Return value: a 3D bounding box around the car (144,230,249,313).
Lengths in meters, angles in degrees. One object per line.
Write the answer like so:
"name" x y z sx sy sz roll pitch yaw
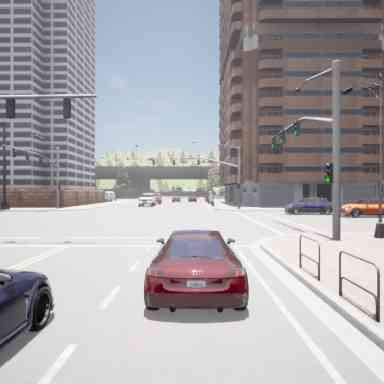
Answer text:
"car" 0.092 1.564 7.775 1.994 1.385 4.181 0 0 0

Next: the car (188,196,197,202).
"car" 0.114 1.525 73.412 2.128 1.511 4.902 0 0 0

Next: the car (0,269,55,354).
"car" -3.434 1.564 4.207 1.994 1.385 4.181 0 0 1

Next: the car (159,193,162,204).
"car" -6.963 1.221 62.593 2.150 2.045 5.566 0 0 1

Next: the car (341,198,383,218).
"car" 15.563 1.352 29.616 4.553 1.767 2.097 0 0 1

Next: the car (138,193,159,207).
"car" -7.014 1.221 52.173 2.150 2.045 5.566 0 0 0

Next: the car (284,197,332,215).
"car" 11.593 1.352 33.203 4.553 1.767 2.097 0 0 2

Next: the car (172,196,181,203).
"car" -3.356 1.542 71.955 2.033 1.411 5.357 0 0 0
